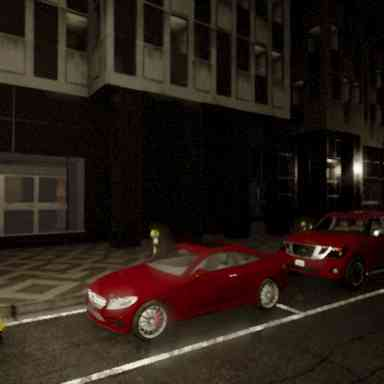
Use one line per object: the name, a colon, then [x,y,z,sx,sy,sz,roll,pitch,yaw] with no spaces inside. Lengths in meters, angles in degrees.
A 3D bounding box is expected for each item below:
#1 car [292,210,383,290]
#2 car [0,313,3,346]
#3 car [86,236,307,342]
car: [4.771,1.470,9.660,5.009,1.841,2.192,1,-1,-34]
car: [-4.683,1.544,3.333,4.829,1.417,1.752,1,-1,-34]
car: [0.113,1.670,6.541,4.206,1.307,1.802,1,-1,-34]
